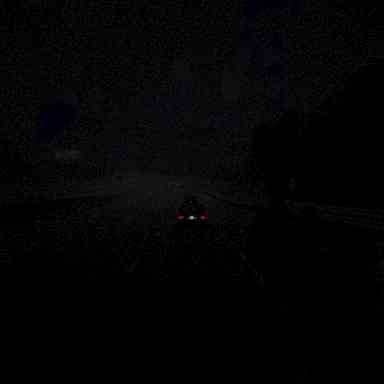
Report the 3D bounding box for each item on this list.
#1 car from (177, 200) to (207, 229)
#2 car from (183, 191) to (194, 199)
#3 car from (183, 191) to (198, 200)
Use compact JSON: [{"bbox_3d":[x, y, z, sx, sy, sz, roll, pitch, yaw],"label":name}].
[{"bbox_3d":[-0.003,1.470,20.978,2.033,1.411,5.357,0,0,0],"label":"car"},{"bbox_3d":[-0.745,0.561,71.036,2.128,1.511,4.902,0,2,-2],"label":"car"},{"bbox_3d":[-0.188,1.083,49.010,1.837,1.490,4.892,0,1,-1],"label":"car"}]
